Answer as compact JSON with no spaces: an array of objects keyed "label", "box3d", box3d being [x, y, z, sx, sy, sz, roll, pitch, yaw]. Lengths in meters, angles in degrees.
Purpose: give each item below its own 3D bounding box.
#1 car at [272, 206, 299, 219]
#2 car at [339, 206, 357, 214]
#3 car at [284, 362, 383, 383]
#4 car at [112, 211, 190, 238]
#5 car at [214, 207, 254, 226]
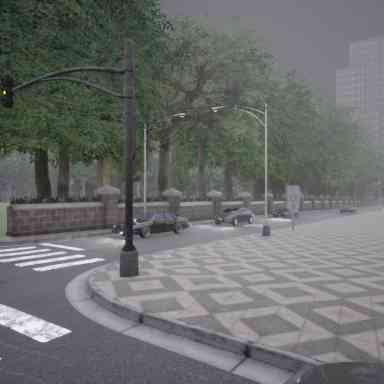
[{"label":"car","box3d":[10.981,2.382,38.915,1.994,1.385,4.181,0,-1,35]},{"label":"car","box3d":[25.192,2.844,53.472,1.895,1.301,4.718,0,-1,36]},{"label":"car","box3d":[2.349,1.551,1.283,4.403,1.369,2.008,0,0,36]},{"label":"car","box3d":[-2.293,1.888,20.218,2.033,1.411,5.357,0,-1,35]},{"label":"car","box3d":[3.697,2.057,28.664,1.837,1.490,4.892,0,-1,35]}]
